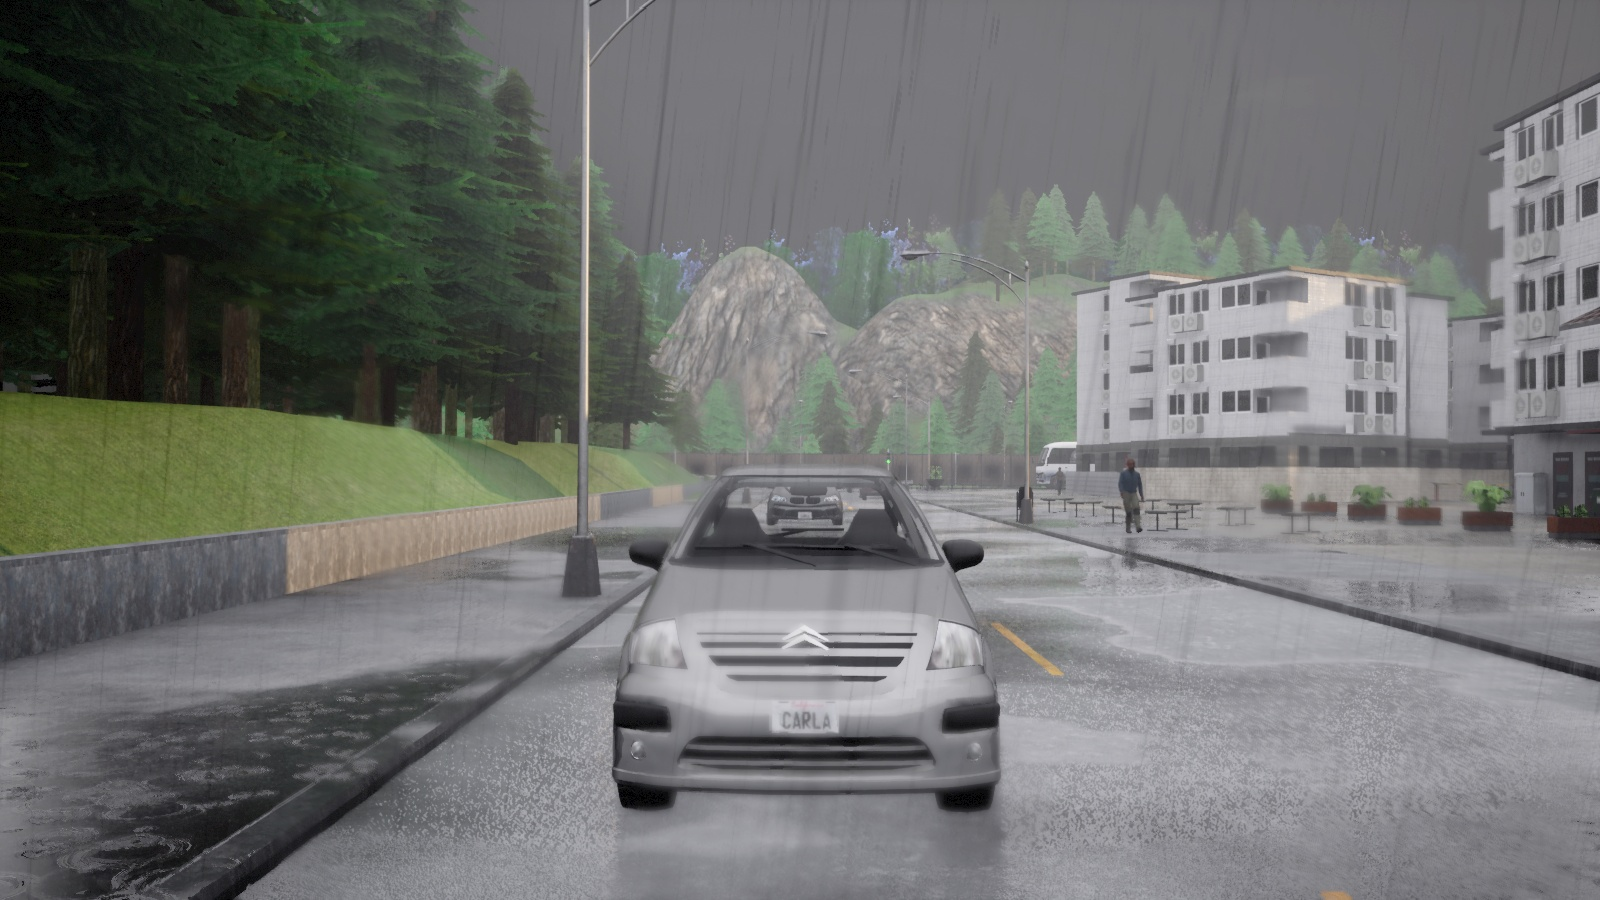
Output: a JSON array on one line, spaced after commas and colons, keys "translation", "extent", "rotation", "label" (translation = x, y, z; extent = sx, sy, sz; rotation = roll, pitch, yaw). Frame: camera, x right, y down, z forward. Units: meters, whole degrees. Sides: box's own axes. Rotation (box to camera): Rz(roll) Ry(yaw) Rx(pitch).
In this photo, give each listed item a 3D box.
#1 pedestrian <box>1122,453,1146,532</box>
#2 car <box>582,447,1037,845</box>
[{"translation": [7.857, 0.989, 29.584], "extent": [0.370, 1.835, 0.726], "rotation": [0, -1, 1], "label": "pedestrian"}, {"translation": [0.044, 0.832, 7.120], "extent": [1.851, 1.617, 3.988], "rotation": [0, -1, 0], "label": "car"}]
